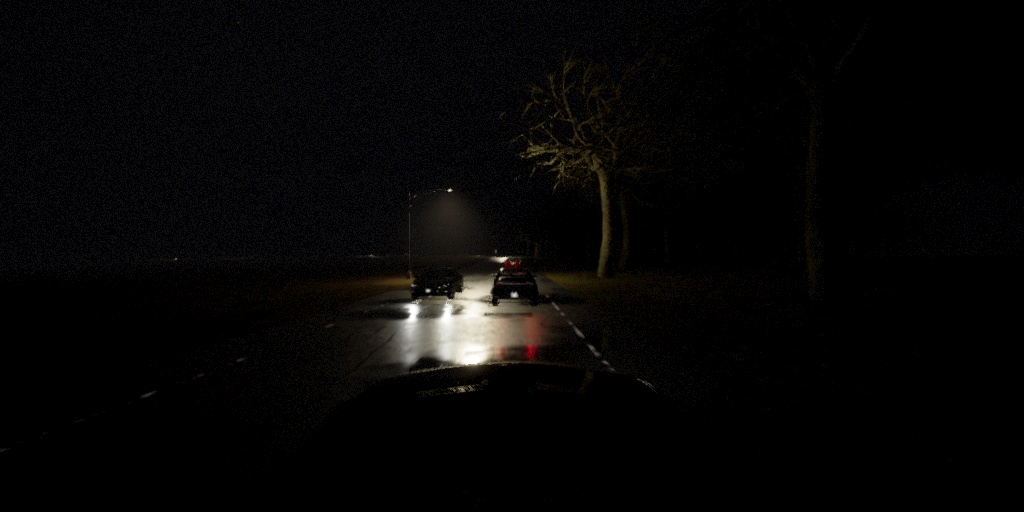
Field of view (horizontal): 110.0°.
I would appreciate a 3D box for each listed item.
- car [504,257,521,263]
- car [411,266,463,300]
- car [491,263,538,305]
[{"bbox_3d":[0.082,0.957,44.058,2.097,1.767,4.553,0,0,0],"label":"car"},{"bbox_3d":[-3.562,1.256,17.730,1.837,1.490,4.892,0,0,0],"label":"car"},{"bbox_3d":[0.092,1.248,15.940,2.128,1.511,4.902,0,0,0],"label":"car"}]
